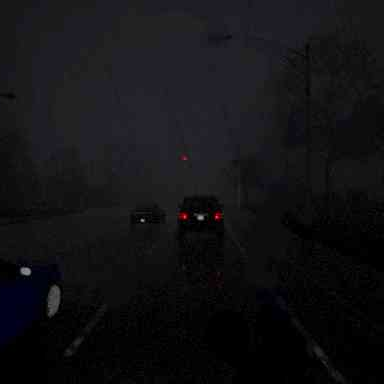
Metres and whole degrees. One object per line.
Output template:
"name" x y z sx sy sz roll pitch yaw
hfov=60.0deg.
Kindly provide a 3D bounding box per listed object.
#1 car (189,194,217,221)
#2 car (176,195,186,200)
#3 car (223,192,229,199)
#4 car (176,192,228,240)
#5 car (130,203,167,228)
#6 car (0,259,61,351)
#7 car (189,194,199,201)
"car" 1.003 1.194 28.314 2.150 2.045 5.566 0 0 3
"car" -2.797 1.464 86.750 1.994 1.385 4.181 0 0 10
"car" 7.425 1.214 84.240 2.097 1.767 4.553 0 0 10
"car" 0.462 1.205 17.079 2.150 2.045 5.566 0 0 2
"car" -2.825 1.467 22.165 2.128 1.511 4.902 0 0 3
"car" -3.342 1.471 4.156 1.882 1.535 5.008 0 0 0
"car" 0.643 1.392 86.101 1.882 1.535 5.008 0 0 10
